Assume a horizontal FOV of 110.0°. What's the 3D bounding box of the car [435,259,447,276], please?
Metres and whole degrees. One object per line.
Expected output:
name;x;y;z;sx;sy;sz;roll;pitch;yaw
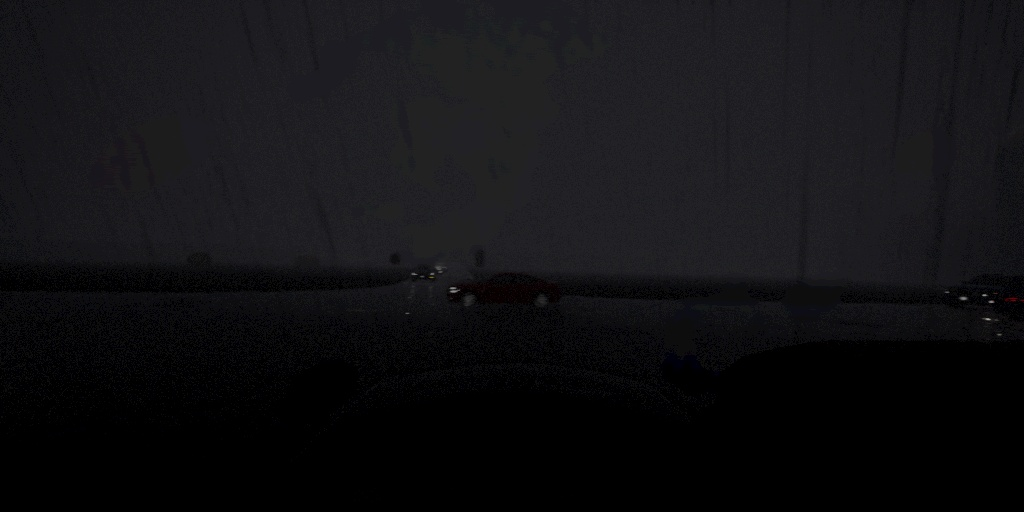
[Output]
car;-9.658;1.479;44.737;2.097;1.767;4.553;2;-1;-9

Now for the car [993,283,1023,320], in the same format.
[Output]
car;24.659;2.190;15.771;5.008;1.535;1.882;2;0;-8

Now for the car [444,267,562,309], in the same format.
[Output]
car;-0.322;1.426;15.852;5.008;1.535;1.882;2;-1;-8

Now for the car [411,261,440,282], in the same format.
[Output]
car;-7.763;1.493;32.080;1.837;1.490;4.892;2;-1;-8

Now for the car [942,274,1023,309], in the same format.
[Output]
car;27.260;2.038;19.889;5.566;2.045;2.150;2;0;-8
